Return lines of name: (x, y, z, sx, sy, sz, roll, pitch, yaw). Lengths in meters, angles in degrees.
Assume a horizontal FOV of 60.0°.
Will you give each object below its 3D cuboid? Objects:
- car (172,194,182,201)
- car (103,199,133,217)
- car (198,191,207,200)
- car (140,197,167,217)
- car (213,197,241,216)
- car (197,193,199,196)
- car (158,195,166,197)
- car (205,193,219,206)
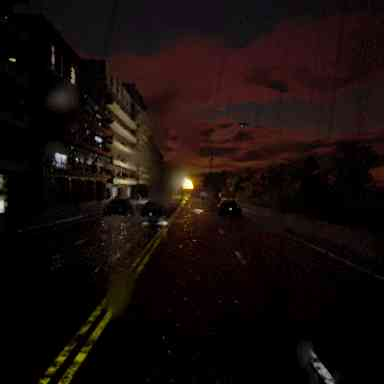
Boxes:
car: (-3.246, 1.169, 72.275, 1.882, 1.535, 5.008, 0, 0, 0)
car: (-6.596, 1.351, 30.105, 1.882, 1.535, 5.008, 0, 0, 0)
car: (3.254, 1.195, 79.535, 2.163, 1.488, 4.792, 0, 0, 0)
car: (-3.347, 1.422, 29.752, 2.033, 1.411, 5.357, 0, 0, 0)
car: (3.351, 1.435, 30.883, 1.994, 1.385, 4.181, 0, 0, 0)
car: (3.254, 0.876, 90.534, 2.150, 2.045, 5.566, 0, 0, 0)
car: (-6.496, 1.287, 72.245, 1.895, 1.301, 4.718, 0, 0, 0)
car: (3.351, 1.277, 49.503, 1.882, 1.535, 5.008, 0, 0, 0)
